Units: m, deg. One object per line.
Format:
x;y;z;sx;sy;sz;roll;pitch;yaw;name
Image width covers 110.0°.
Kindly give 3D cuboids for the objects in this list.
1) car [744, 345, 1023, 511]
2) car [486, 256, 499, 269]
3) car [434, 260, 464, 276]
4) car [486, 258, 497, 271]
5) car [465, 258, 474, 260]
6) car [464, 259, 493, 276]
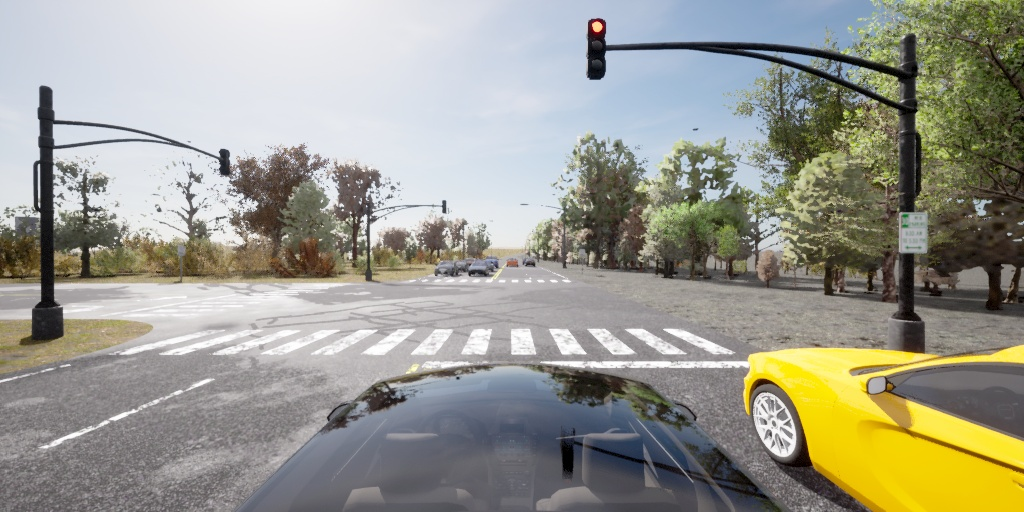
3.363;1.195;1.746;1.882;1.535;5.008;0;1;0;car
-3.319;0.975;57.857;2.150;2.045;5.566;0;0;0;car
-6.586;1.242;36.465;2.128;1.511;4.902;0;0;0;car
-3.330;1.315;45.922;1.994;1.385;4.181;0;0;0;car
-6.581;1.243;45.753;2.128;1.511;4.902;0;0;0;car
-3.338;1.298;36.687;2.033;1.411;5.357;0;0;0;car
